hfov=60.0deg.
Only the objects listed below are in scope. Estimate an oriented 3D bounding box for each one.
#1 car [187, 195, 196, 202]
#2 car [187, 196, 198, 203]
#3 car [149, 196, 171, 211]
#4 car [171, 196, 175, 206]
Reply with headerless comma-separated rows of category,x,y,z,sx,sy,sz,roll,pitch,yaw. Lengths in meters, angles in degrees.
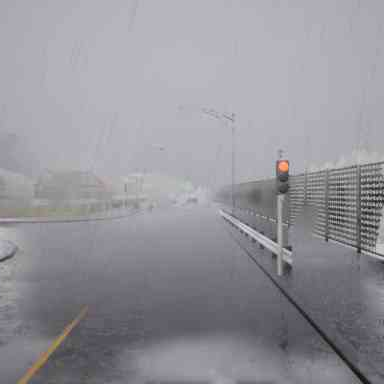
car,-0.022,1.540,77.431,2.033,1.411,5.357,0,0,0
car,0.086,1.477,67.088,1.882,1.535,5.008,0,0,0
car,-4.108,1.491,40.679,2.128,1.511,4.902,0,0,0
car,-4.107,1.564,50.616,1.994,1.385,4.181,0,0,0
